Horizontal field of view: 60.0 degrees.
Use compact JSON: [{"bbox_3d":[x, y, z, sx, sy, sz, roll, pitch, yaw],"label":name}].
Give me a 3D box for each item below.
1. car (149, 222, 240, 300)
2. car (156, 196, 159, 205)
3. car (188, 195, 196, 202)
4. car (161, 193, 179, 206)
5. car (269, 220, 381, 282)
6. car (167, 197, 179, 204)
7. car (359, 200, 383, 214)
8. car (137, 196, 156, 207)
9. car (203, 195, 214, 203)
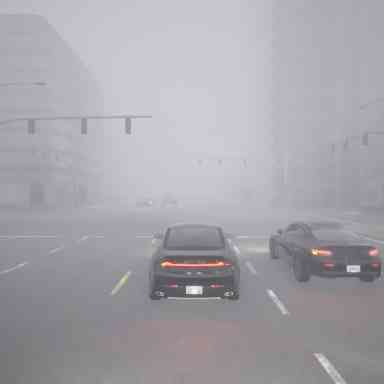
[{"bbox_3d":[0.059,1.505,8.366,1.837,1.490,4.892,0,0,0],"label":"car"},{"bbox_3d":[-7.063,1.477,59.948,1.882,1.535,5.008,0,0,0],"label":"car"},{"bbox_3d":[0.009,1.364,73.874,2.128,1.511,4.902,0,0,0],"label":"car"},{"bbox_3d":[-3.597,1.221,53.365,2.150,2.045,5.566,0,0,1],"label":"car"},{"bbox_3d":[3.565,1.526,9.622,1.812,1.442,4.674,0,0,0],"label":"car"},{"bbox_3d":[-3.542,1.601,63.378,1.895,1.301,4.718,0,0,1],"label":"car"},{"bbox_3d":[20.850,1.547,35.482,5.357,1.411,2.033,0,0,1],"label":"car"},{"bbox_3d":[-7.092,1.547,50.125,2.033,1.411,5.357,0,0,0],"label":"car"},{"bbox_3d":[3.551,1.502,71.109,1.837,1.490,4.892,0,0,0],"label":"car"}]
